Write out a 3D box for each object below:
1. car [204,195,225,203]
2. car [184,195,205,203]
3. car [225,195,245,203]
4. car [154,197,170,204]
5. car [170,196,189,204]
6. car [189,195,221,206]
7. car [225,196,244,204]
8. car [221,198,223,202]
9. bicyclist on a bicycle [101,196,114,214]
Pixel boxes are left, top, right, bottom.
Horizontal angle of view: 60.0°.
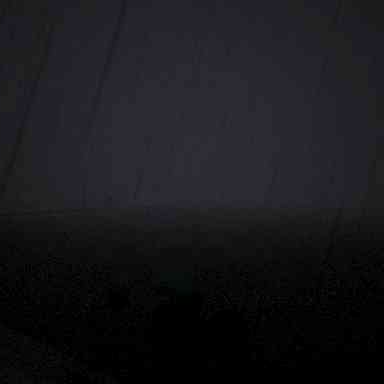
[{"bbox_3d":[4.739,1.477,69.501,1.882,1.535,5.008,0,0,35],"label":"car"},{"bbox_3d":[0.646,1.477,69.755,1.882,1.535,5.008,0,0,35],"label":"car"},{"bbox_3d":[8.939,1.490,69.399,2.128,1.511,4.902,0,0,35],"label":"car"},{"bbox_3d":[-5.036,1.564,61.624,1.994,1.385,4.181,0,0,35],"label":"car"},{"bbox_3d":[-1.189,1.478,61.021,1.882,1.535,5.008,0,0,35],"label":"car"},{"bbox_3d":[2.089,1.478,53.589,1.882,1.535,5.008,0,0,35],"label":"car"},{"bbox_3d":[8.057,1.601,62.204,1.895,1.301,4.718,0,0,35],"label":"car"},{"bbox_3d":[3.156,1.478,61.124,1.882,1.535,5.008,0,0,35],"label":"car"},{"bbox_3d":[-7.978,1.156,31.704,1.656,1.620,0.582,33,17,27],"label":"bicyclist on a bicycle"}]
